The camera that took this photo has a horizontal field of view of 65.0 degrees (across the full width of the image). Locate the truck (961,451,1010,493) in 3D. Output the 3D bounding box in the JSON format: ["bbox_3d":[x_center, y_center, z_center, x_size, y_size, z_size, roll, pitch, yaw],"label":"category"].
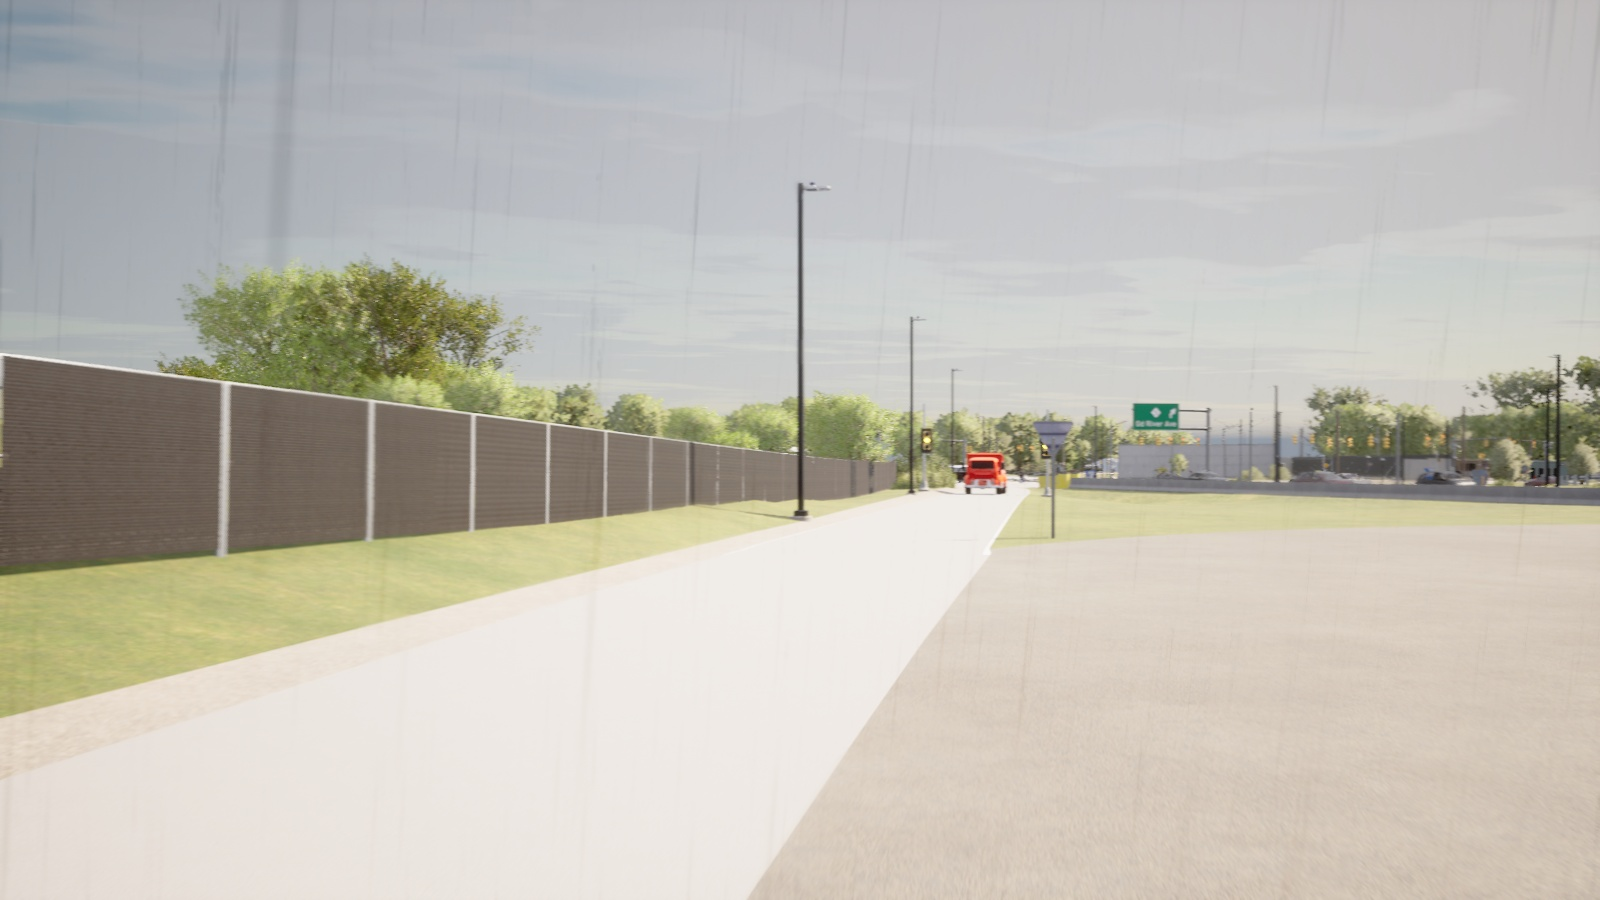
[{"bbox_3d":[11.235,1.332,75.681,2.627,2.467,5.204,0,-1,11],"label":"truck"}]

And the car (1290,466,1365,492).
[{"bbox_3d":[35.160,1.942,83.869,2.033,1.649,4.856,-1,-1,-16],"label":"car"}]

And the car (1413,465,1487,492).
[{"bbox_3d":[40.394,1.767,78.099,1.851,1.617,3.988,-1,-1,-16],"label":"car"}]
